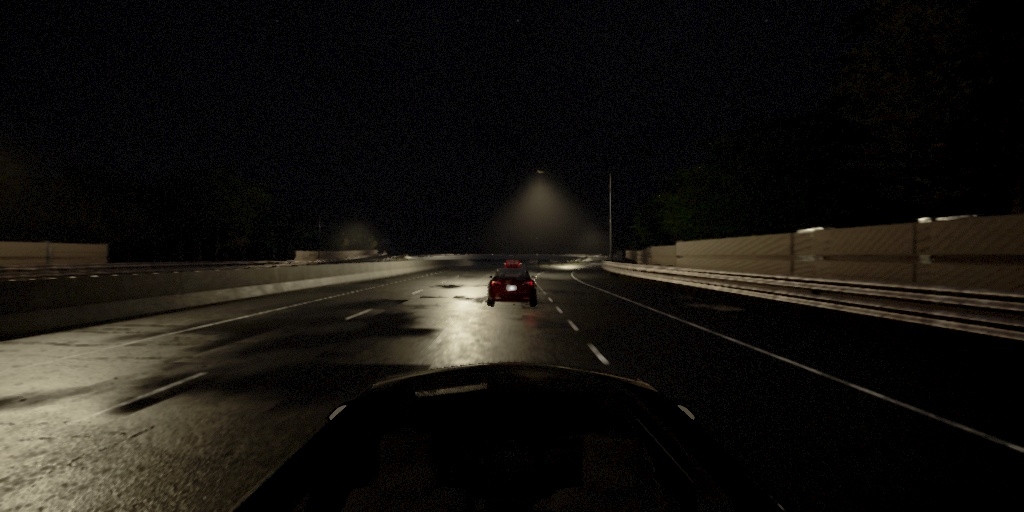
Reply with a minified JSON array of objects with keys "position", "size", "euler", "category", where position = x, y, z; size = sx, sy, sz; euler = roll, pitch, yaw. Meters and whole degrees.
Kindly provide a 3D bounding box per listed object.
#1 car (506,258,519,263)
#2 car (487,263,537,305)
[{"position":[0.103,1.213,40.878],"size":[1.882,1.535,5.008],"euler":[0,0,0],"category":"car"},{"position":[-0.001,1.248,15.923],"size":[2.163,1.488,4.792],"euler":[0,0,0],"category":"car"}]
